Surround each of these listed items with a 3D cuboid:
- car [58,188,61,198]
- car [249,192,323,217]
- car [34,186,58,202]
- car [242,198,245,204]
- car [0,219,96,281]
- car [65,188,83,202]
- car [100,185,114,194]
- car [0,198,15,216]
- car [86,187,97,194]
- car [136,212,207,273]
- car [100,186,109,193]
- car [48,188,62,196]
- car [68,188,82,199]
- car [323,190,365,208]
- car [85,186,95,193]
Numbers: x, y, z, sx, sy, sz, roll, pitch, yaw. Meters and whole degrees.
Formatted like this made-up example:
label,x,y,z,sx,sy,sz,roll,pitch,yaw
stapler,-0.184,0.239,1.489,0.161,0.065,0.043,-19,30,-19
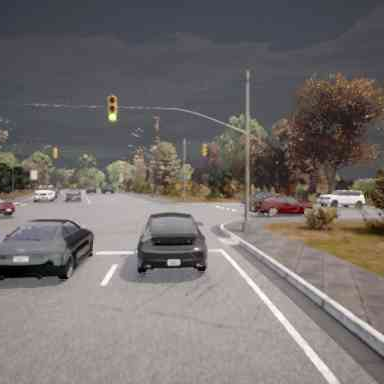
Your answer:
label,x,y,z,sx,sy,sz,roll,pitch,yaw
car,-22.017,0.196,52.161,1.882,1.535,5.008,-1,2,-19
car,6.824,1.024,24.815,5.008,1.535,1.882,0,1,-17
car,-18.875,0.204,42.791,2.150,2.045,5.566,-1,2,-18
car,7.810,0.813,36.073,4.892,1.490,1.837,1,1,-16
car,-4.117,1.468,9.633,1.994,1.385,4.181,0,1,-5
car,-15.213,0.504,42.848,1.812,1.442,4.674,-1,2,-18
car,-18.430,-0.622,73.410,2.150,2.045,5.566,-1,1,-20
car,-14.818,1.057,23.627,4.674,1.442,1.812,0,1,18
car,-21.715,-0.310,72.212,1.837,1.490,4.892,-1,1,-20
car,-0.674,1.389,10.348,1.837,1.490,4.892,0,1,-6
car,-21.901,-0.669,83.181,1.837,1.490,4.892,-1,1,-19
car,-25.539,0.008,62.111,2.033,1.411,5.357,-1,2,-20
car,-18.136,0.234,51.625,1.837,1.490,4.892,-1,2,-19
car,17.448,0.796,38.888,5.566,2.045,2.150,2,1,-17
car,-25.203,-0.608,82.019,2.128,1.511,4.902,-1,1,-19
